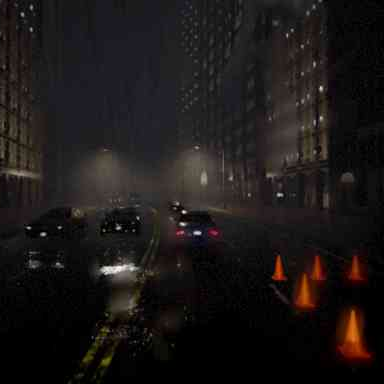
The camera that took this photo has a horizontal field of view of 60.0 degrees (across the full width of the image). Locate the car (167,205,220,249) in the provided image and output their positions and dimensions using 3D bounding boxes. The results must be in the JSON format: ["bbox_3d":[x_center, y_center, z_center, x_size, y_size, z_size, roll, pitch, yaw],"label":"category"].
[{"bbox_3d":[0.051,1.534,14.524,2.033,1.411,5.357,0,0,-3],"label":"car"}]

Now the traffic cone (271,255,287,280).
[{"bbox_3d":[2.263,1.949,8.674,0.340,0.580,0.340,0,0,0],"label":"traffic cone"}]

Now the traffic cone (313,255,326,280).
[{"bbox_3d":[3.263,1.950,8.674,0.340,0.580,0.340,0,0,0],"label":"traffic cone"}]

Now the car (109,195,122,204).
[{"bbox_3d":[-13.392,1.303,58.007,2.097,1.767,4.553,0,0,-14],"label":"car"}]

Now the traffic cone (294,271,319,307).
[{"bbox_3d":[2.262,1.950,6.674,0.340,0.580,0.340,0,0,0],"label":"traffic cone"}]

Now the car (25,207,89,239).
[{"bbox_3d":[-6.857,1.519,17.603,2.033,1.411,5.357,0,0,-4],"label":"car"}]

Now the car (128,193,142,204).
[{"bbox_3d":[-10.013,1.189,57.966,2.150,2.045,5.566,0,0,-13],"label":"car"}]

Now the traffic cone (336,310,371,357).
[{"bbox_3d":[2.260,1.952,4.674,0.340,0.580,0.340,0,0,0],"label":"traffic cone"}]

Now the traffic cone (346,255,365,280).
[{"bbox_3d":[4.262,1.952,8.673,0.340,0.580,0.340,0,0,0],"label":"traffic cone"}]

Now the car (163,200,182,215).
[{"bbox_3d":[-1.911,1.545,33.985,1.994,1.385,4.181,0,0,-8],"label":"car"}]

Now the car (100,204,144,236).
[{"bbox_3d":[-3.670,1.542,18.001,1.994,1.385,4.181,0,0,-4],"label":"car"}]
